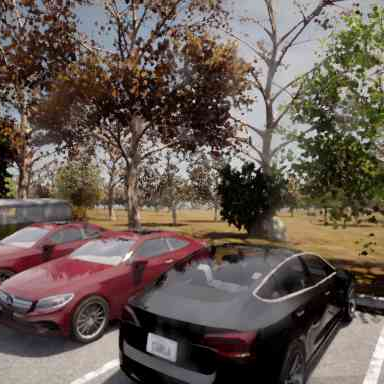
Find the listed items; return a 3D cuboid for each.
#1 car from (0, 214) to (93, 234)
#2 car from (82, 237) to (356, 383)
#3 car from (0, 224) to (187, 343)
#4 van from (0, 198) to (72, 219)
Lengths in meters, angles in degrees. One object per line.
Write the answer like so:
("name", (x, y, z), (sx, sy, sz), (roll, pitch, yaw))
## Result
("car", (-3.569, 1.488, 8.331), (2.002, 1.452, 4.674), (0, 0, 36))
("car", (1.077, 1.508, 5.033), (2.163, 1.488, 4.792), (0, 0, 36))
("car", (-1.305, 1.506, 6.709), (2.002, 1.452, 4.674), (0, 0, 36))
("van", (-5.815, 1.206, 9.783), (1.878, 1.987, 4.442), (0, 1, 35))
